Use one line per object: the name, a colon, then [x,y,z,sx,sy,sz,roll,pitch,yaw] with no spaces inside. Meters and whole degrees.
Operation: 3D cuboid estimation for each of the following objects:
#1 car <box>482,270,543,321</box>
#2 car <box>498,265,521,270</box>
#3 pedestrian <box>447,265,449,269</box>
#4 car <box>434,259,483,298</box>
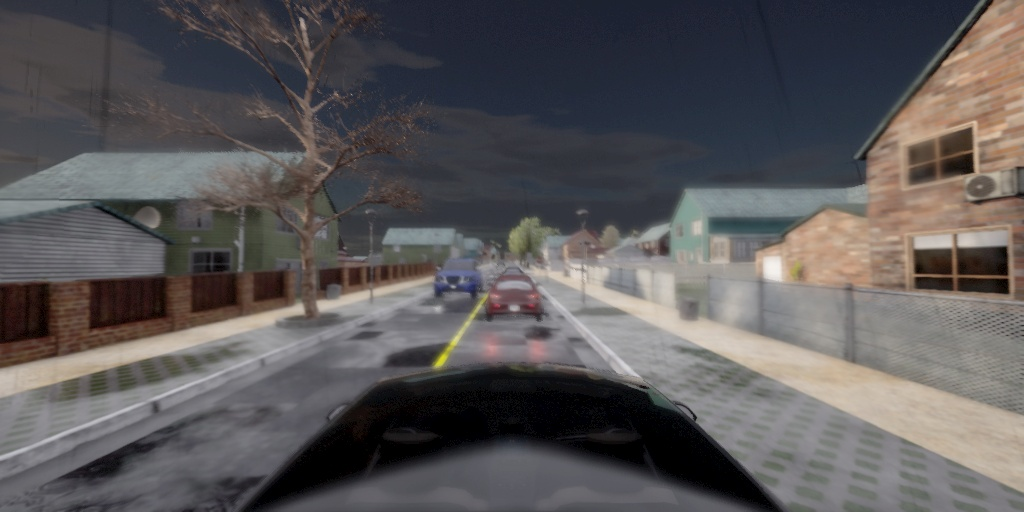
car: [0.092,1.400,12.930,1.812,1.442,4.674,0,0,0]
car: [0.092,1.607,28.269,1.994,1.385,4.181,0,-1,0]
pedestrian: [-9.691,1.765,53.004,0.375,1.860,0.375,0,0,0]
car: [-2.848,1.176,20.221,2.150,2.045,5.566,0,-1,0]
